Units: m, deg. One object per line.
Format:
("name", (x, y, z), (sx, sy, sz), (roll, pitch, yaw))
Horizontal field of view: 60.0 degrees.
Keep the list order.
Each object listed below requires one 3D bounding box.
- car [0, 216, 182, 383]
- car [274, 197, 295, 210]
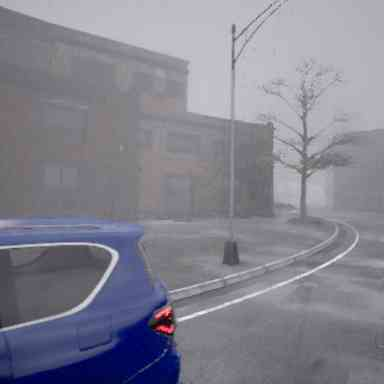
("car", (-2.691, 1.257, 2.130), (5.566, 2.045, 2.150), (0, -1, -36))
("car", (12.967, 1.871, 47.820), (1.812, 1.442, 4.674), (1, -1, -14))
